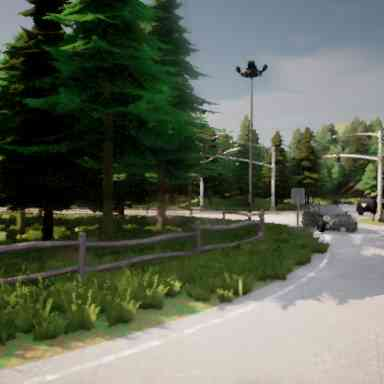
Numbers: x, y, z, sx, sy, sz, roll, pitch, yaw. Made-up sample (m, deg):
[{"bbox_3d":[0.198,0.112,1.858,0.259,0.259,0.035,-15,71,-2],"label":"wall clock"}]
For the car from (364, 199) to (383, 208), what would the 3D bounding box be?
[{"bbox_3d":[34.007,2.113,62.478,1.812,1.442,4.674,0,0,9],"label":"car"}]

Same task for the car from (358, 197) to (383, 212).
[{"bbox_3d":[20.157,1.572,36.289,5.566,2.045,2.150,1,0,-35],"label":"car"}]

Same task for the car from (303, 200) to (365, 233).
[{"bbox_3d":[8.639,1.545,21.110,2.097,1.767,4.553,0,0,2],"label":"car"}]
